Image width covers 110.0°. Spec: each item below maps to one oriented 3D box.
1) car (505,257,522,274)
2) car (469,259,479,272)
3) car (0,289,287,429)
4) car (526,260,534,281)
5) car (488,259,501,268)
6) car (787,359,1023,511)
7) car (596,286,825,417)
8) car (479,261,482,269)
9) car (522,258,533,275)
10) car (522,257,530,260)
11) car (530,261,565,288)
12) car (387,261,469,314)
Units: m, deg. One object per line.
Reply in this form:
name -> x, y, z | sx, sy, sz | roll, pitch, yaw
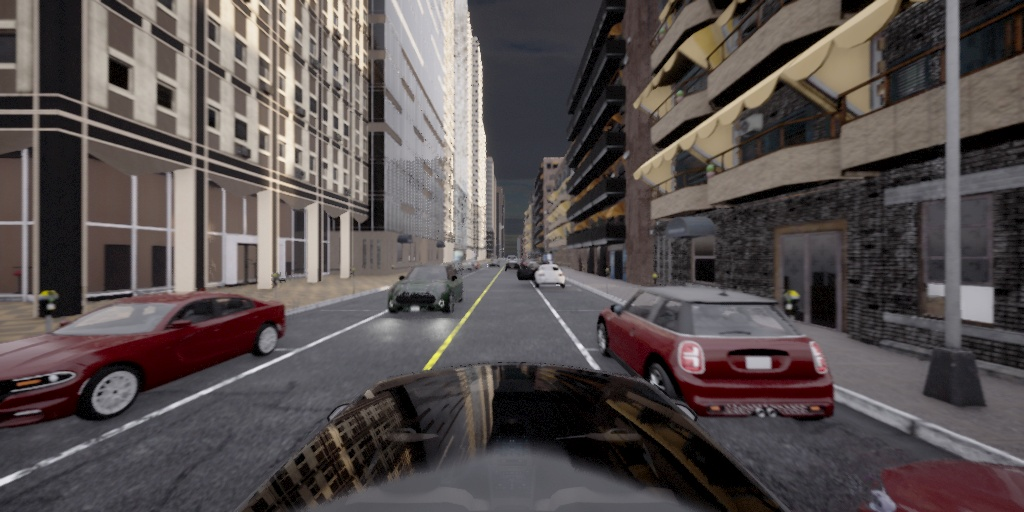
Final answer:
car -> 0.055, 1.208, 48.123 | 1.882, 1.535, 5.008 | 0, 0, 0
car -> -5.694, 1.281, 45.393 | 2.007, 1.370, 4.403 | 0, 0, 0
car -> -5.690, 1.292, 5.855 | 1.888, 1.381, 4.507 | 0, 0, 0
car -> 2.688, 1.299, 34.098 | 1.948, 1.339, 4.313 | 0, 0, 0
car -> -3.010, 1.244, 61.541 | 1.837, 1.490, 4.892 | 0, 0, 0
car -> 2.691, 1.333, 0.207 | 1.802, 1.307, 4.207 | 0, 0, 0
car -> 2.690, 1.187, 5.855 | 1.967, 1.591, 4.097 | 0, 0, 0
car -> -5.695, 1.170, 51.043 | 1.967, 1.591, 4.097 | 0, 0, 0
car -> 2.687, 1.281, 45.395 | 2.007, 1.370, 4.403 | 0, 0, 0
car -> 2.685, 1.170, 56.691 | 1.967, 1.591, 4.097 | 0, 0, 0
car -> 2.351, 1.263, 23.511 | 1.812, 1.442, 4.674 | 0, 0, 0
car -> -3.100, 1.094, 13.716 | 2.097, 1.767, 4.553 | 0, 0, 0
